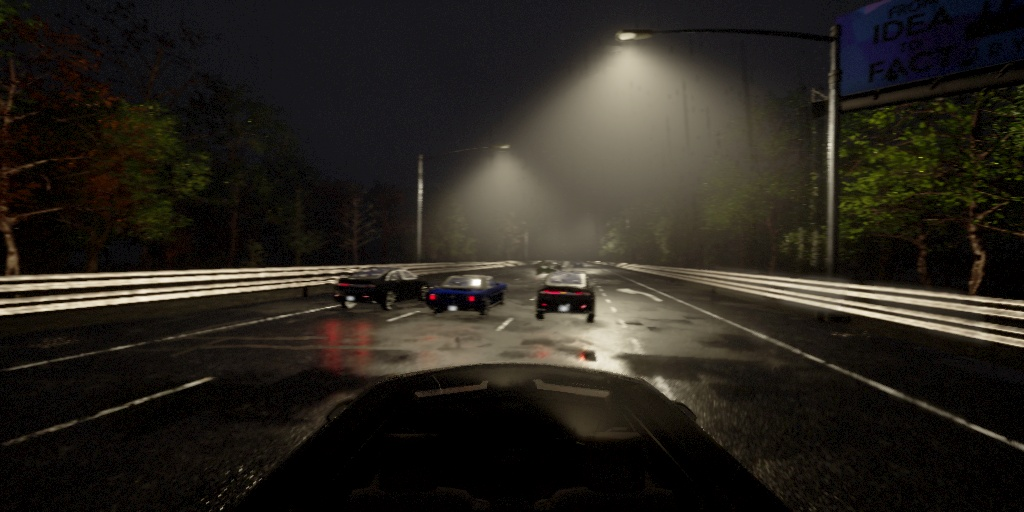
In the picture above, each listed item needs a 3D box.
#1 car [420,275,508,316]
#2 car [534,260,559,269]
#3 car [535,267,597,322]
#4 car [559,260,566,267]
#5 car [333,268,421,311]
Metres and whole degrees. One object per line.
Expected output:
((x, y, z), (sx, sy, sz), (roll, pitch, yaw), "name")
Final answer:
((-1.455, 1.372, 13.502), (1.895, 1.301, 4.718), (1, 0, 11), "car")
((4.096, 1.373, 42.584), (2.097, 1.767, 4.553), (1, 0, 11), "car")
((1.962, 1.323, 12.766), (2.128, 1.511, 4.902), (1, 0, 11), "car")
((7.486, 1.694, 60.344), (2.128, 1.511, 4.902), (1, 0, 11), "car")
((-4.885, 1.203, 14.200), (2.128, 1.511, 4.902), (1, 0, 11), "car")
